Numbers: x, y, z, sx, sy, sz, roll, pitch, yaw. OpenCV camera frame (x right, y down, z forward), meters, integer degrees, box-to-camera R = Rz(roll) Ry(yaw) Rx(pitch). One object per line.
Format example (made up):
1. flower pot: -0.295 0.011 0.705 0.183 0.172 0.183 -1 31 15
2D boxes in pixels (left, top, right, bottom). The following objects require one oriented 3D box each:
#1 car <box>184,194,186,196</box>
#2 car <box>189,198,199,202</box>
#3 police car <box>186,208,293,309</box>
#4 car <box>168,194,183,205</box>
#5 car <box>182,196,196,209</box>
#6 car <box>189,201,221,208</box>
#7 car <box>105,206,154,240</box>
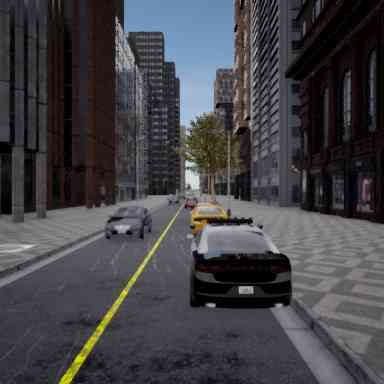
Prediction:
1. car: -0.008 1.475 58.558 1.882 1.535 5.008 0 0 0
2. car: 0.896 1.455 24.196 1.801 1.575 5.366 0 0 0
3. police car: 0.899 1.425 8.115 1.930 1.638 5.238 0 0 0
4. car: -3.091 1.500 57.770 1.837 1.490 4.892 0 1 0
5. car: 0.013 1.562 45.951 1.994 1.385 4.181 0 0 1
6. car: 0.897 1.477 18.005 1.882 1.535 5.008 0 0 0
7. car: -3.103 1.491 17.152 2.128 1.511 4.902 0 0 0
